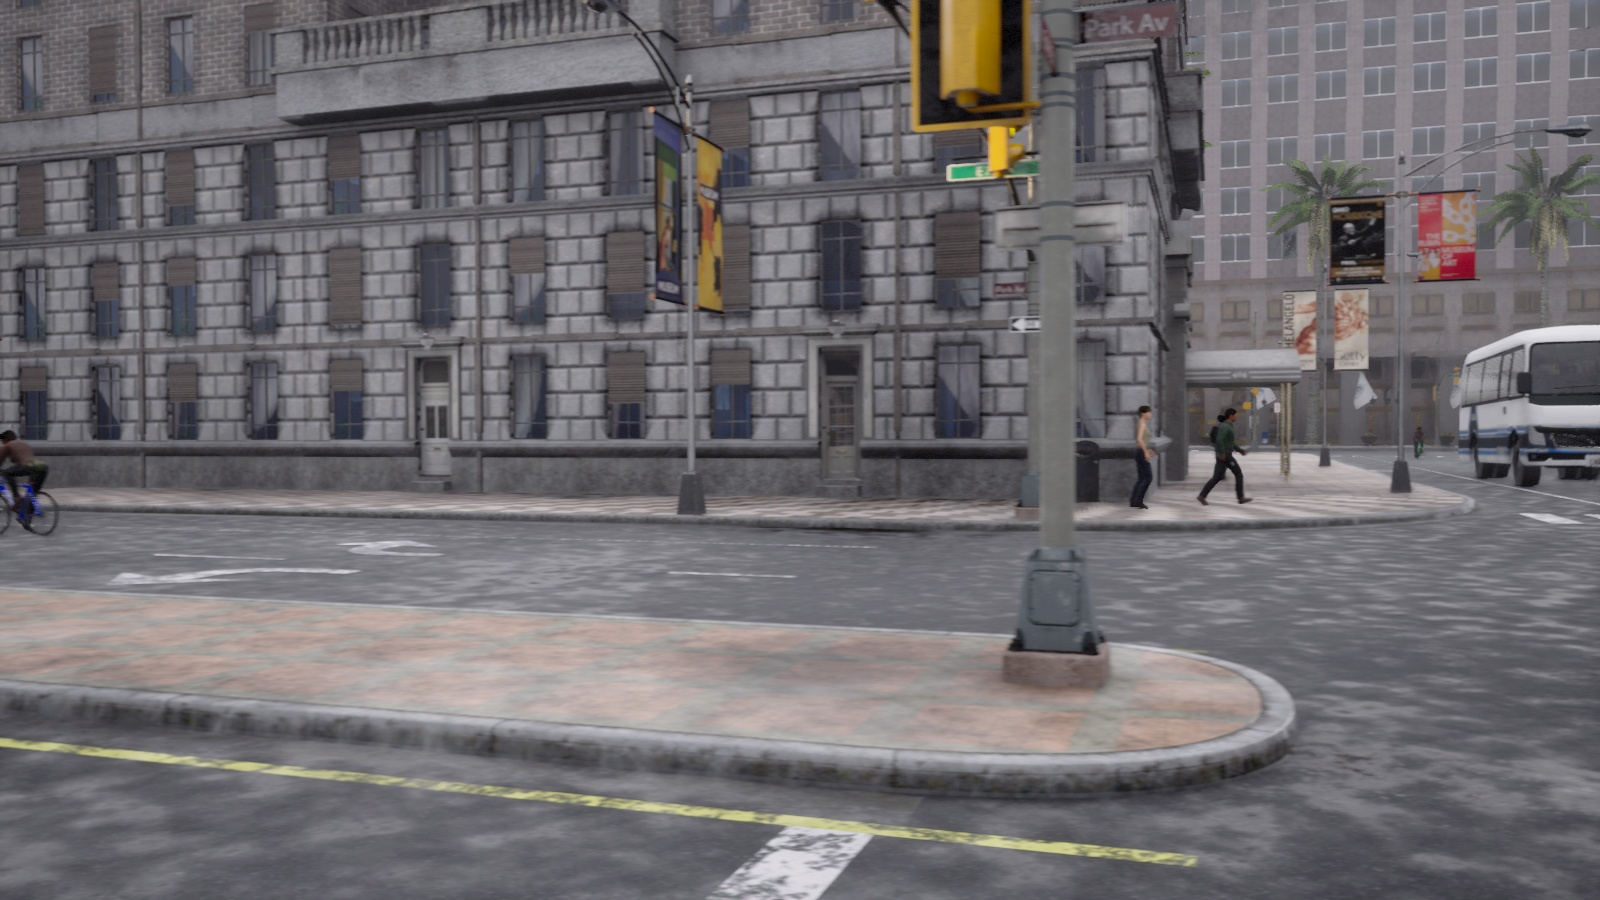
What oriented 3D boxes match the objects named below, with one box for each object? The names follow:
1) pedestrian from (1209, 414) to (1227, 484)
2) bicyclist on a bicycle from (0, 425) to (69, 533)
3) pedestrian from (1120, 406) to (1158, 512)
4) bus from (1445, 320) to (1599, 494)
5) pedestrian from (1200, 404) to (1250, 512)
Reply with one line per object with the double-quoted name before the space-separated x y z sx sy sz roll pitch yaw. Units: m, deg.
"pedestrian" 11.637 -0.031 34.972 0.402 1.930 0.666 0 1 13
"bicyclist on a bicycle" -12.170 0.434 19.362 1.656 1.620 0.582 0 1 18
"pedestrian" 5.974 0.154 22.127 0.594 1.836 0.345 0 1 9
"bus" 21.302 -1.040 35.513 3.944 4.253 10.273 0 0 19
"pedestrian" 7.783 0.146 23.012 0.788 1.949 0.423 0 1 9
